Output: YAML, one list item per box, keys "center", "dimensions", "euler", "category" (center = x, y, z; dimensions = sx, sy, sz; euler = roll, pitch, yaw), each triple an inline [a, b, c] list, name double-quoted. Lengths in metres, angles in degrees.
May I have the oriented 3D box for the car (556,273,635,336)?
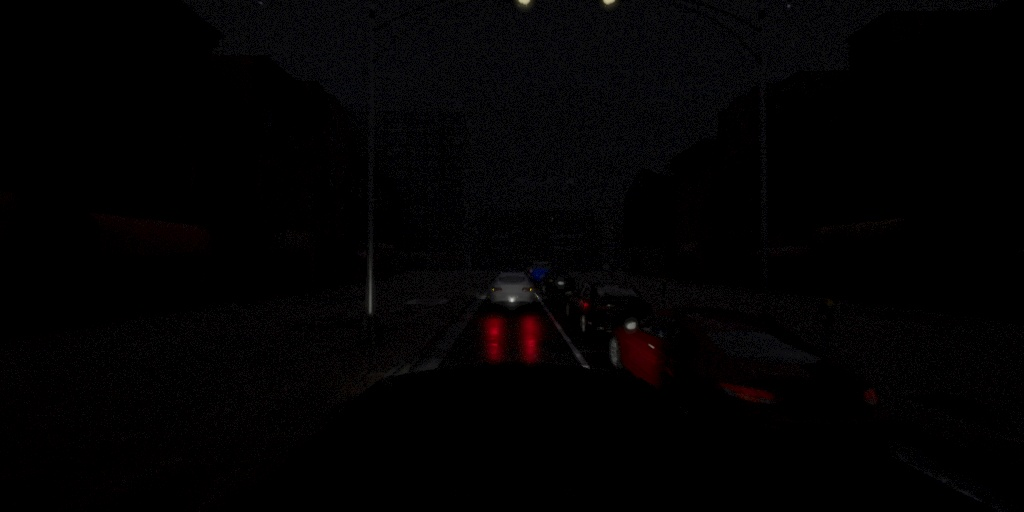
- center: [2.637, 1.391, 10.465]
  dimensions: [2.007, 1.370, 4.403]
  euler: [0, 0, 0]
  category: "car"

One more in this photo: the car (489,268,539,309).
- center: [0.023, 1.422, 15.752]
  dimensions: [1.812, 1.442, 4.674]
  euler: [0, 0, 1]
  category: "car"

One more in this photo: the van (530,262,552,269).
- center: [2.635, 1.419, 32.214]
  dimensions: [1.690, 1.789, 3.998]
  euler: [0, 0, 0]
  category: "van"

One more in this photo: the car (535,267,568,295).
- center: [2.636, 1.523, 21.340]
  dimensions: [1.948, 1.339, 4.313]
  euler: [0, 0, 0]
  category: "car"

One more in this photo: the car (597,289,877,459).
- center: [2.638, 1.366, 5.029]
  dimensions: [1.802, 1.307, 4.207]
  euler: [0, 0, 0]
  category: "car"
